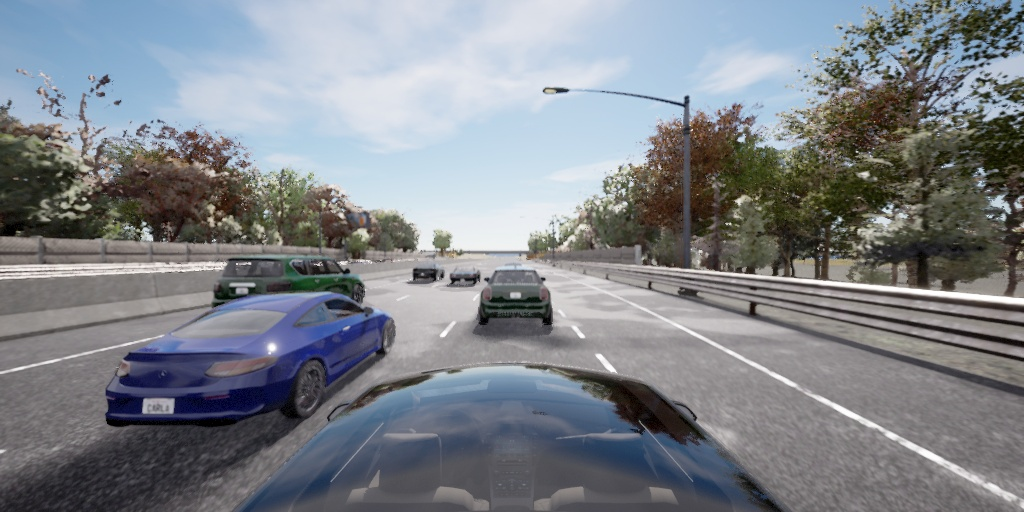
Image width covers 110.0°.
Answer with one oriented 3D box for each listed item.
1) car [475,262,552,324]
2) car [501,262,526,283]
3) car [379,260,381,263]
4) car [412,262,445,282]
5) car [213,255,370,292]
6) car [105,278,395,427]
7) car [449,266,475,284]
[{"bbox_3d":[0.102,1.117,12.096,2.097,1.767,4.553,0,0,0],"label":"car"},{"bbox_3d":[0.105,1.276,30.027,1.882,1.535,5.008,0,0,0],"label":"car"},{"bbox_3d":[-17.581,1.373,41.863,2.033,1.411,5.357,0,0,0],"label":"car"},{"bbox_3d":[-6.894,1.276,30.097,1.882,1.535,5.008,0,0,0],"label":"car"},{"bbox_3d":[-6.898,0.986,11.845,2.150,2.045,5.566,0,0,0],"label":"car"},{"bbox_3d":[-3.399,1.281,5.749,1.812,1.442,4.674,0,0,0],"label":"car"},{"bbox_3d":[-3.396,1.393,26.982,1.895,1.301,4.718,0,0,0],"label":"car"}]
